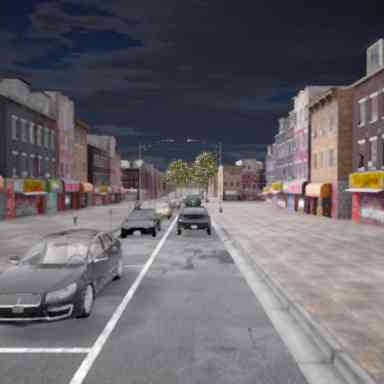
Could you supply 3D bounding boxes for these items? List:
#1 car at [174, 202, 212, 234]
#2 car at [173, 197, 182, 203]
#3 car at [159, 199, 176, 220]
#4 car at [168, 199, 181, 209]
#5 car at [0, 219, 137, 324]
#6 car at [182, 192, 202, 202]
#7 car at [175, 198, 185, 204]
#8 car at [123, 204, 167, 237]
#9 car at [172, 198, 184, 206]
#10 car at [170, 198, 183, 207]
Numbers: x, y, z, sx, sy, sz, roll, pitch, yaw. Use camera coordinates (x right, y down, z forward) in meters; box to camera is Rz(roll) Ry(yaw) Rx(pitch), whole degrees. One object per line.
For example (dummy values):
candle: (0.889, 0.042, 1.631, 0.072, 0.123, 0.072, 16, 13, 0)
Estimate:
car: (0.114, 1.535, 19.374, 1.837, 1.490, 4.892, 0, 0, 0)
car: (-2.622, 1.605, 45.373, 1.967, 1.590, 4.097, -2, 0, 0)
car: (-2.632, 1.591, 28.860, 1.752, 1.417, 4.829, -1, 0, 0)
car: (-2.611, 1.788, 50.814, 1.802, 1.307, 4.206, -1, 0, 0)
car: (-2.648, 1.555, 7.240, 2.008, 1.369, 4.403, -1, 0, 0)
car: (0.136, 1.378, 44.095, 2.150, 2.045, 5.566, 0, 0, 0)
car: (-2.596, 1.980, 72.608, 1.802, 1.307, 4.206, -2, -1, 0)
car: (-2.639, 1.591, 18.136, 1.947, 1.339, 4.313, -1, 0, 0)
car: (-2.606, 1.848, 61.715, 2.008, 1.369, 4.403, -2, 0, 0)
car: (-2.610, 1.801, 56.266, 2.008, 1.369, 4.403, -2, 0, 0)
